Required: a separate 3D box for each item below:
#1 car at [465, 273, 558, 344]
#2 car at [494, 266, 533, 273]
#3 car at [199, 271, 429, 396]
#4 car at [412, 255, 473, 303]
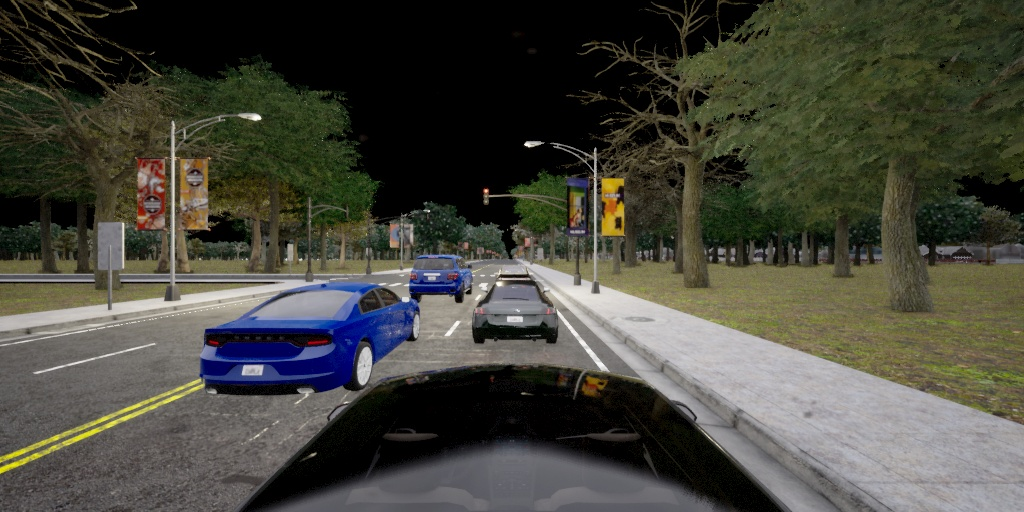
[{"bbox_3d":[0.094,1.315,9.631,1.994,1.385,4.181,0,0,1],"label":"car"},{"bbox_3d":[0.099,1.244,18.533,2.128,1.511,4.902,0,0,0],"label":"car"},{"bbox_3d":[-3.150,1.228,6.805,1.882,1.535,5.008,0,0,0],"label":"car"},{"bbox_3d":[-3.151,0.974,16.791,2.150,2.045,5.566,0,0,0],"label":"car"}]
